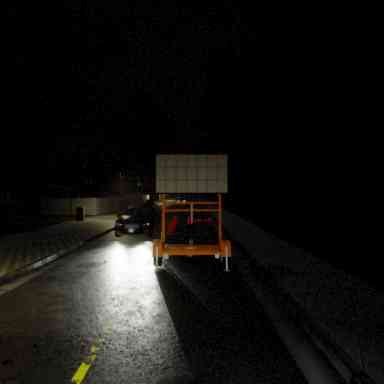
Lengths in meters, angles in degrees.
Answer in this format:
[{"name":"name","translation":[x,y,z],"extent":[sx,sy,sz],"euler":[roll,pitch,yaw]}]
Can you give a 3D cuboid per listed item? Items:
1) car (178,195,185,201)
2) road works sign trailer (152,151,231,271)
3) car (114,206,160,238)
[{"name":"car","translation":[-2.823,1.569,90.331],"extent":[1.837,1.490,4.892],"euler":[0,0,0]},{"name":"road works sign trailer","translation":[-0.008,0.464,10.841],"extent":[2.380,3.560,2.880],"euler":[0,0,0]},{"name":"car","translation":[-2.763,1.492,17.589],"extent":[2.128,1.511,4.902],"euler":[0,0,0]}]
